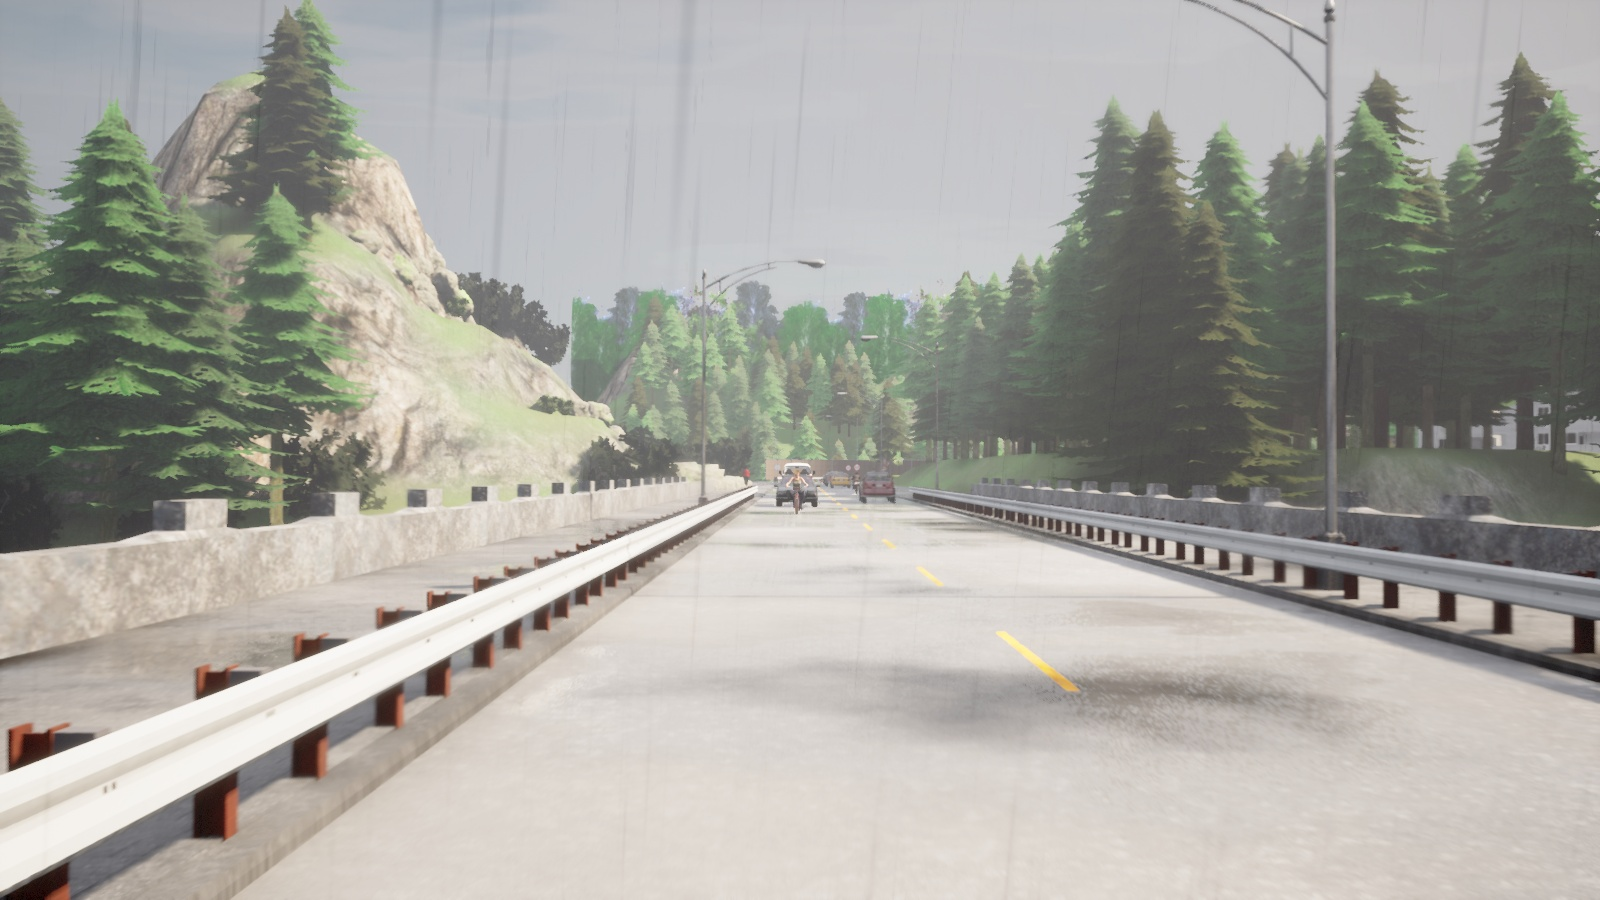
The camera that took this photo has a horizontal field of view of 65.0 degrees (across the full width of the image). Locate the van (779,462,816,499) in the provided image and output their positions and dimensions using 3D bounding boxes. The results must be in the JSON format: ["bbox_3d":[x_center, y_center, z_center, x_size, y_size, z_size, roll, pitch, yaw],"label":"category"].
[{"bbox_3d":[-0.157,1.752,72.452,2.069,2.038,4.480,0,-1,0],"label":"van"}]

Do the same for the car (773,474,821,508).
[{"bbox_3d":[-0.121,1.799,55.951,2.033,1.411,5.357,0,-1,0],"label":"car"}]

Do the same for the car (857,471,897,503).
[{"bbox_3d":[3.863,1.839,63.411,1.789,1.549,3.705,0,-1,0],"label":"car"}]
